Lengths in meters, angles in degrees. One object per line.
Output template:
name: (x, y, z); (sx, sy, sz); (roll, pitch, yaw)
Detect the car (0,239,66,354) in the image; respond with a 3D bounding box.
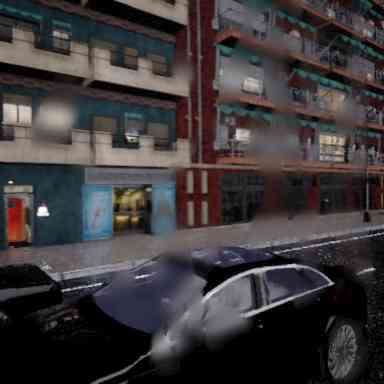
car: (-4.414, 1.609, 4.491); (4.718, 1.301, 1.895); (-1, 0, -36)

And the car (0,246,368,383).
car: (0.098, 1.468, 3.769); (4.902, 1.511, 2.128); (-1, 0, -36)
